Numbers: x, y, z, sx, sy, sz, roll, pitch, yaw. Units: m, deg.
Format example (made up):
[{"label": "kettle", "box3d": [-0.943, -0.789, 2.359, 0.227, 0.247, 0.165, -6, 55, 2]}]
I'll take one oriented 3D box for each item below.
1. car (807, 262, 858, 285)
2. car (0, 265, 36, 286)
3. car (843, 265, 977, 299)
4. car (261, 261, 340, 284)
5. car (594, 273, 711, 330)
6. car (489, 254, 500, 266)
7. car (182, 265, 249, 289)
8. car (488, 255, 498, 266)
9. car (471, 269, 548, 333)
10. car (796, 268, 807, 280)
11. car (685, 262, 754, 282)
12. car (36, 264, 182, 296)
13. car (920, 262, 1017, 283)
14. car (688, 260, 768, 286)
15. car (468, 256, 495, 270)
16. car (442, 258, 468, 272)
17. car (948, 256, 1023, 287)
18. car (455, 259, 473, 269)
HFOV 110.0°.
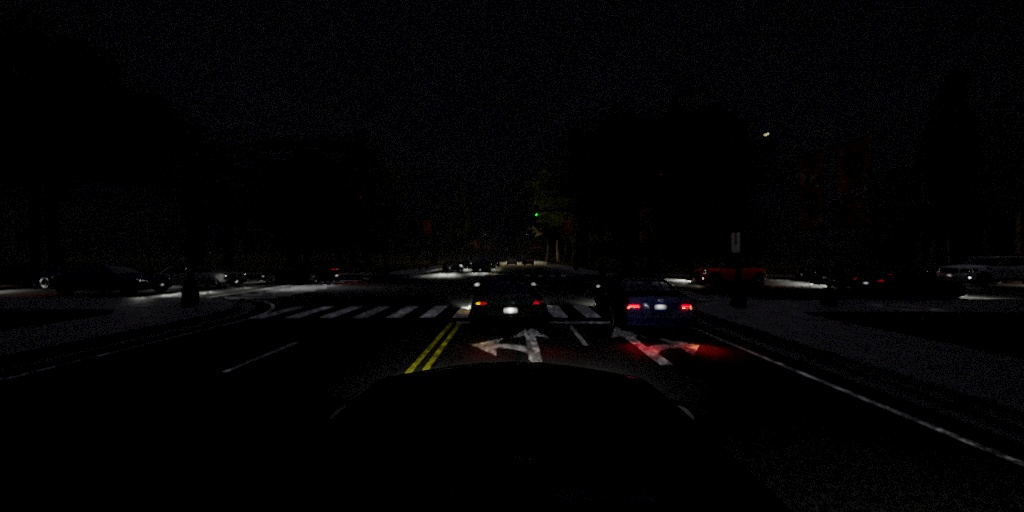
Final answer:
[{"label": "car", "box3d": [23.214, 1.285, 24.474, 4.181, 1.385, 1.994, 0, 0, -2]}, {"label": "car", "box3d": [-27.234, 1.134, 20.600, 4.718, 1.301, 1.895, 0, 0, -1]}, {"label": "car", "box3d": [19.511, 1.320, 17.751, 4.181, 1.385, 1.994, 0, 0, 0]}, {"label": "car", "box3d": [-14.198, 1.056, 24.170, 4.892, 1.490, 1.837, 0, -1, 2]}, {"label": "car", "box3d": [3.741, 1.239, 10.953, 2.033, 1.411, 5.357, 0, 0, 5]}, {"label": "car", "box3d": [-3.263, 0.709, 60.703, 2.150, 2.045, 5.566, 0, 0, 0]}, {"label": "car", "box3d": [-18.093, 1.166, 20.691, 4.718, 1.301, 1.895, 0, 0, -1]}, {"label": "car", "box3d": [-3.332, 0.998, 50.130, 1.837, 1.490, 4.892, 0, 0, 0]}, {"label": "car", "box3d": [-0.177, 1.257, 10.578, 1.994, 1.385, 4.181, 0, 0, -4]}, {"label": "car", "box3d": [24.783, 1.208, 27.721, 4.892, 1.490, 1.837, 0, 0, -1]}, {"label": "car", "box3d": [15.909, 1.223, 27.658, 4.181, 1.385, 1.994, 0, 0, 0]}, {"label": "car", "box3d": [-19.404, 1.112, 17.436, 4.674, 1.442, 1.812, 0, 0, -2]}, {"label": "car", "box3d": [35.272, 1.239, 27.794, 5.008, 1.535, 1.882, 0, 0, 1]}, {"label": "car", "box3d": [14.580, 1.031, 24.372, 4.553, 1.767, 2.097, 0, 0, -1]}, {"label": "car", "box3d": [-3.354, 1.072, 40.537, 2.033, 1.411, 5.357, 0, 0, 0]}, {"label": "car", "box3d": [-6.603, 1.016, 40.522, 2.128, 1.511, 4.902, 0, 0, 0]}, {"label": "car", "box3d": [32.657, 0.994, 24.533, 5.566, 2.045, 2.150, 0, 0, 0]}, {"label": "car", "box3d": [-6.585, 1.058, 49.443, 1.994, 1.385, 4.181, 0, 0, 0]}]
